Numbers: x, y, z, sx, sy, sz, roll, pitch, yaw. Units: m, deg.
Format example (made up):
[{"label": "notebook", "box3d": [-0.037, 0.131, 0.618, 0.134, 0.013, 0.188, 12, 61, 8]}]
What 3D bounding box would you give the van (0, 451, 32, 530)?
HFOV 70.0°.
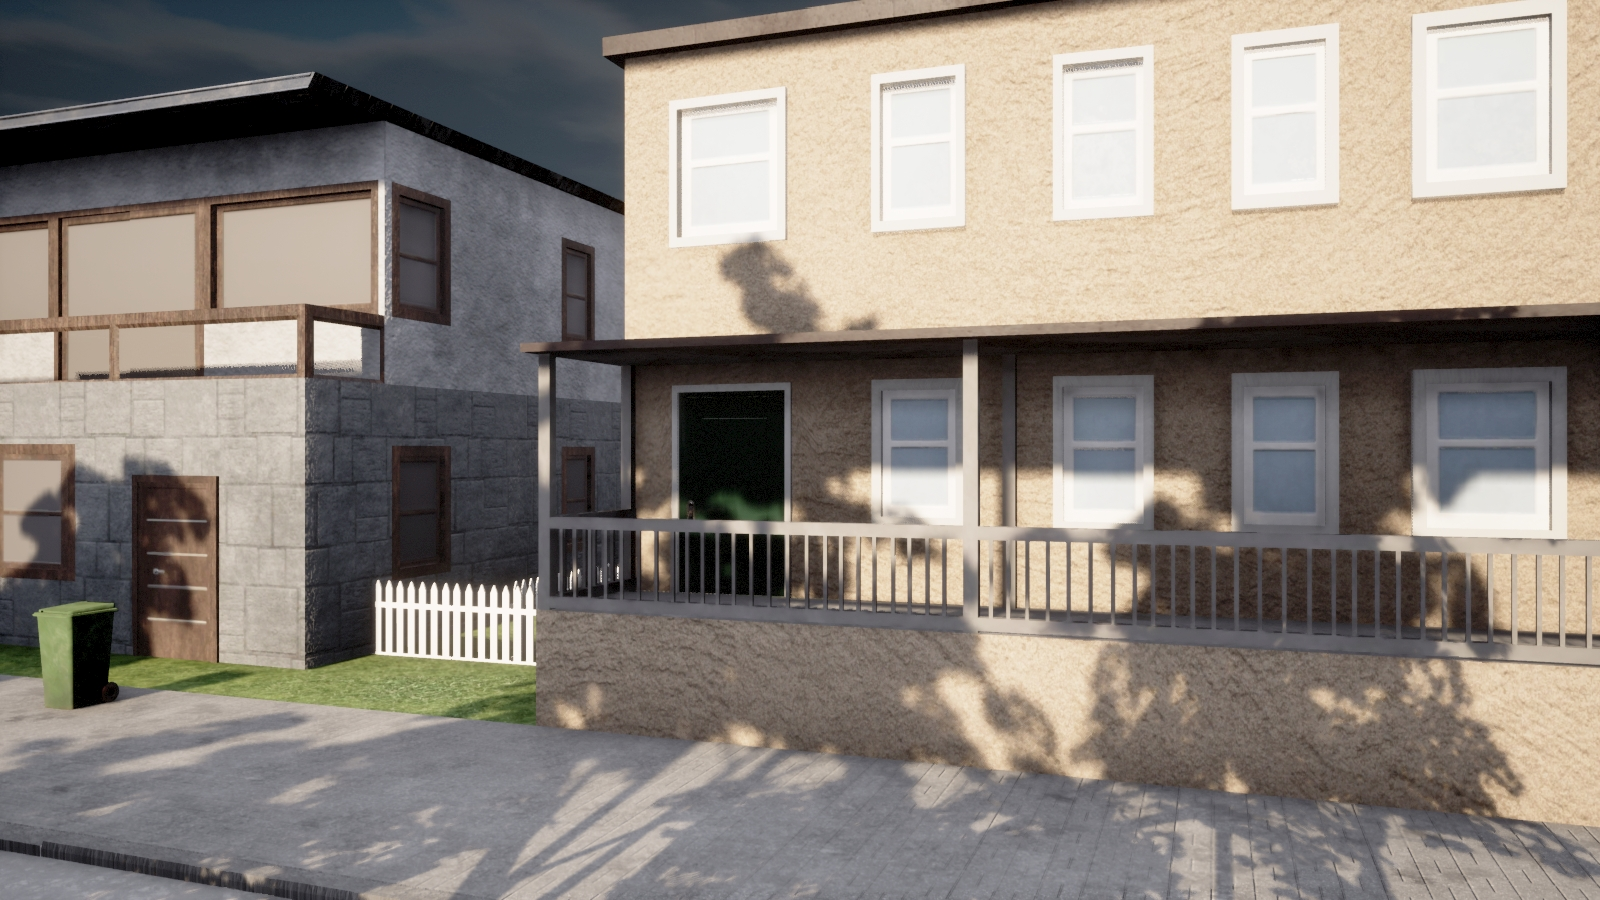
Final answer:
[{"label": "van", "box3d": [-27.753, 1.329, 35.973, 1.988, 2.561, 5.915, 0, 0, 20]}]
